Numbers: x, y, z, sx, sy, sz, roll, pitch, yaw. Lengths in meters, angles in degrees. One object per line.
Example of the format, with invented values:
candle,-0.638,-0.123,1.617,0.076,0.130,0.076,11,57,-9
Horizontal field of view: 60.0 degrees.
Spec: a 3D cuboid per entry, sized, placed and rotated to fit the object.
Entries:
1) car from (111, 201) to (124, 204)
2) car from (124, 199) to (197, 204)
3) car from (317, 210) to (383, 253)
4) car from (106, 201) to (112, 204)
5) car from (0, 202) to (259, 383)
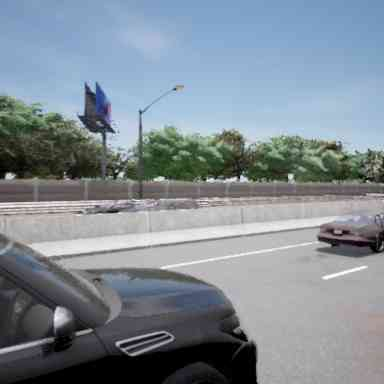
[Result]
car,-2.786,1.406,23.509,4.902,1.511,2.128,-1,0,-36
car,-1.402,1.270,20.197,4.553,1.767,2.097,-1,0,-35
car,7.195,1.427,13.185,5.357,1.411,2.033,-1,0,-35
car,-5.840,1.421,25.628,4.902,1.511,2.128,-1,0,-36
car,-2.032,1.230,2.298,5.566,2.045,2.150,-1,0,-36
